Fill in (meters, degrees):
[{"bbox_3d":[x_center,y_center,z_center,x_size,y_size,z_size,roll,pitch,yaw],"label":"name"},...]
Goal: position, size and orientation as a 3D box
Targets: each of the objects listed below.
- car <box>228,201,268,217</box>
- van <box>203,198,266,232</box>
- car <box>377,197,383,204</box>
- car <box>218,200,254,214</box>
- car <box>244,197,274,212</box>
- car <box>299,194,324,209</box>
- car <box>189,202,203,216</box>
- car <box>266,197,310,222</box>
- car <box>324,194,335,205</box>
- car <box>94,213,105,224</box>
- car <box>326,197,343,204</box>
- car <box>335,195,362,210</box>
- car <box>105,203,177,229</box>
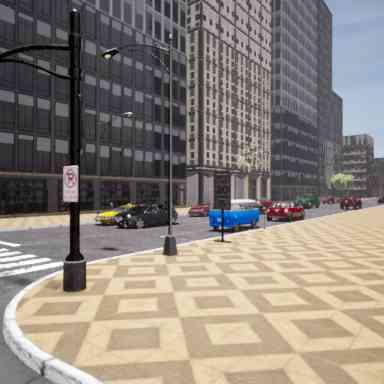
[{"bbox_3d":[5.647,1.627,33.108,1.895,1.301,4.718,0,0,38],"label":"car"},{"bbox_3d":[2.672,1.367,20.247,1.690,1.788,3.998,0,0,38],"label":"van"},{"bbox_3d":[38.301,1.657,66.460,1.947,1.339,4.313,0,0,38],"label":"car"},{"bbox_3d":[4.827,1.569,36.086,1.887,1.381,4.507,0,0,38],"label":"car"},{"bbox_3d":[8.232,1.469,40.486,1.967,1.590,4.097,0,0,38],"label":"car"},{"bbox_3d":[16.020,1.258,46.361,2.150,2.045,5.566,0,0,38],"label":"car"},{"bbox_3d":[1.421,1.602,31.686,1.802,1.307,4.206,0,0,38],"label":"car"},{"bbox_3d":[7.652,1.471,26.862,1.967,1.590,4.097,0,0,38],"label":"car"},{"bbox_3d":[25.260,1.379,62.485,2.192,1.841,5.009,0,0,38],"label":"car"},{"bbox_3d":[-4.708,1.539,23.980,1.752,1.417,4.829,0,0,38],"label":"car"},{"bbox_3d":[28.665,1.623,66.884,2.008,1.369,4.403,0,0,38],"label":"car"},{"bbox_3d":[21.274,1.368,44.462,2.192,1.841,5.009,0,0,38],"label":"car"},{"bbox_3d":[-2.979,1.522,21.972,1.837,1.490,4.892,0,0,38],"label":"car"}]
